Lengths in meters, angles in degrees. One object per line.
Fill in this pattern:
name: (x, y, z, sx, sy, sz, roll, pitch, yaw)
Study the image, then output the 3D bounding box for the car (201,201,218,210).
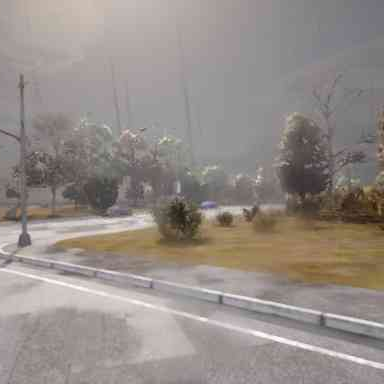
car: (2.733, 2.400, 58.617, 1.882, 1.535, 5.008, -3, -2, 32)

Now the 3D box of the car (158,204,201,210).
car: (-1.555, 1.882, 32.065, 2.128, 1.511, 4.902, -3, -1, 32)

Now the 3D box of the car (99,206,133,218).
car: (-9.075, 2.359, 39.966, 1.994, 1.385, 4.181, -3, -2, 32)
